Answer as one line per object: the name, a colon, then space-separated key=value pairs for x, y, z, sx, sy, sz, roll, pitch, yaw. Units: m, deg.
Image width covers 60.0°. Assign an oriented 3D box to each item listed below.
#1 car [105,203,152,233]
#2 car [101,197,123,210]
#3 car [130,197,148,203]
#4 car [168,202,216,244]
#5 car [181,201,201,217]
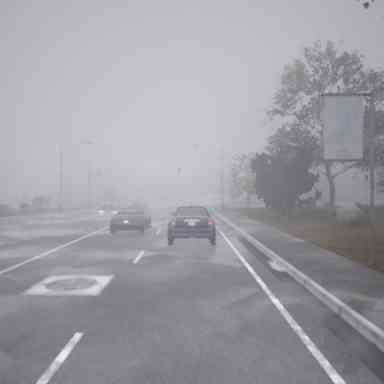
car: x=-3.545 y=1.569 z=19.817 sx=1.994 sy=1.385 sz=4.181 roll=0 pitch=0 yaw=0
car: x=-10.581 y=1.485 z=44.432 sx=2.097 sy=1.767 sz=4.553 roll=0 pitch=0 yaw=2
car: x=-7.083 y=1.511 z=44.324 sx=2.097 sy=1.767 sz=4.553 roll=0 pitch=0 yaw=2
car: x=-0.016 y=1.348 z=16.023 sx=2.097 sy=1.767 sz=4.553 roll=0 pitch=0 yaw=0
car: x=-0.112 y=1.653 z=33.298 sx=1.895 sy=1.301 sz=4.718 roll=0 pitch=0 yaw=0
